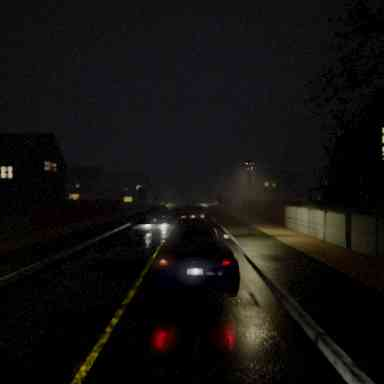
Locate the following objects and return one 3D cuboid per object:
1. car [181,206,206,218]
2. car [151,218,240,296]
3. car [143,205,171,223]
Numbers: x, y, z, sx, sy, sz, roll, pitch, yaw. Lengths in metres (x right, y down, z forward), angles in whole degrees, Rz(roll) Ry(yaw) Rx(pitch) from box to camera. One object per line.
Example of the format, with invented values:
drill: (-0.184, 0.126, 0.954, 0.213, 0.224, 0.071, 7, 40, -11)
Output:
car: (0.108, 1.745, 25.047, 2.033, 1.411, 5.357, 0, -1, 0)
car: (0.081, 1.619, 8.837, 1.994, 1.385, 4.181, 0, 0, 0)
car: (-2.802, 1.771, 27.893, 2.033, 1.411, 5.357, 0, -1, 0)
